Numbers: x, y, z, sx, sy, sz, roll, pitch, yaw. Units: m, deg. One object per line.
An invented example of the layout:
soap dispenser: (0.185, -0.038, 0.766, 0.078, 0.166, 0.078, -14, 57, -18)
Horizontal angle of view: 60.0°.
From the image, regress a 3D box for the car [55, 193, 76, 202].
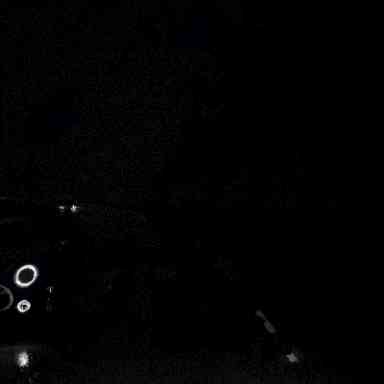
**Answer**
car: (-23.247, 1.021, 61.051, 1.837, 1.490, 4.892, 0, 1, -43)

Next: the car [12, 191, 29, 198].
car: (-37.494, 0.501, 72.696, 5.008, 1.535, 1.882, 2, 0, 35)

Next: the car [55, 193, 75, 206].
car: (-18.377, 1.163, 48.038, 1.882, 1.535, 5.008, 1, 0, -34)

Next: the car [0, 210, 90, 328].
car: (-3.667, 1.357, 7.186, 2.097, 1.767, 4.553, 0, 0, -6)
